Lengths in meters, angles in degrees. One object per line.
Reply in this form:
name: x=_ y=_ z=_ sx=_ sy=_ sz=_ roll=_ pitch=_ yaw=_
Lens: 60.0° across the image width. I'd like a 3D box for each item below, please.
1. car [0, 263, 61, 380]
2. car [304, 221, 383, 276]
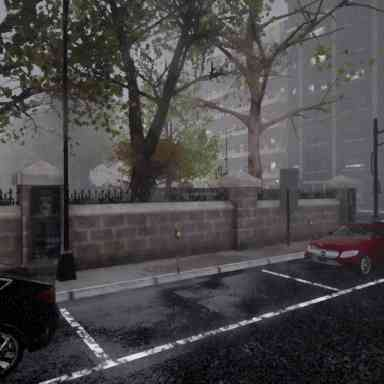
car: x=-3.822 y=1.566 z=3.864 sx=4.313 sy=1.339 sz=1.947 roll=0 pitch=0 yaw=-35
car: x=5.251 y=1.581 z=10.206 sx=4.206 sy=1.307 sz=1.802 roll=0 pitch=0 yaw=-35
